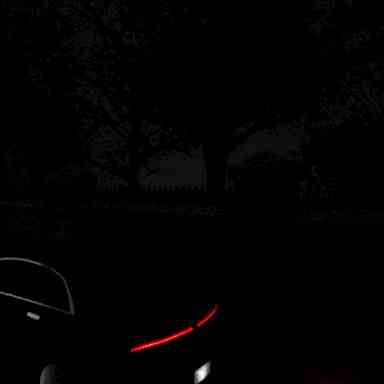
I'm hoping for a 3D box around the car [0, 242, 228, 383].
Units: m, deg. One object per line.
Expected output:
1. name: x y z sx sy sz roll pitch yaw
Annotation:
1. car: -1.872 1.472 4.615 4.892 1.490 1.837 1 0 35
